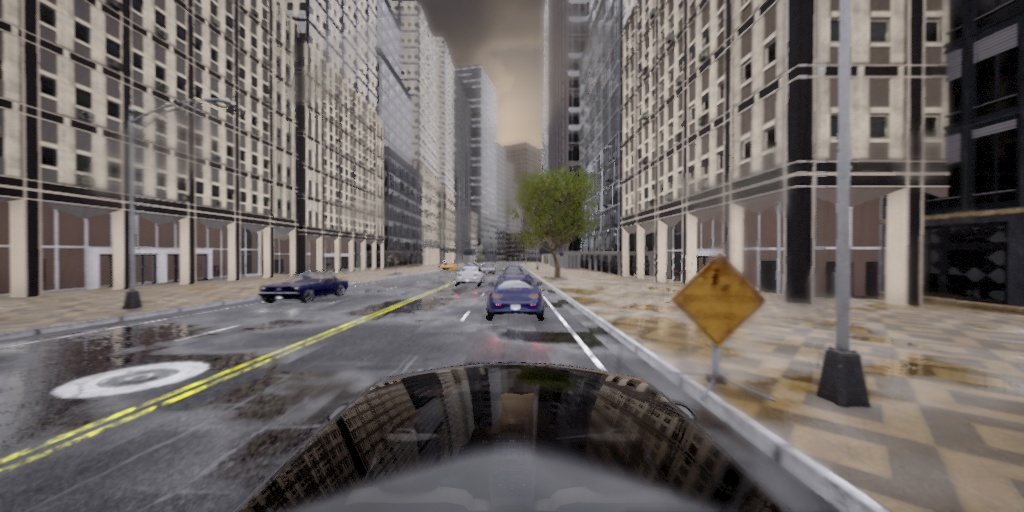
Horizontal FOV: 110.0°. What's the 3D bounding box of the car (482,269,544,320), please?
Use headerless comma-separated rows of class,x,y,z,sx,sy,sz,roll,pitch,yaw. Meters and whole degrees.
car,0.109,1.368,12.922,1.812,1.442,4.674,0,0,0

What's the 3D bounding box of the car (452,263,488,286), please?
car,-3.127,1.485,27.347,1.812,1.442,4.674,0,0,0

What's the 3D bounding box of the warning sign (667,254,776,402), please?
warning sign,2.852,0.894,5.025,1.300,1.860,1.060,0,0,0

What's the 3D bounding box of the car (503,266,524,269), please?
car,0.130,1.574,33.173,1.994,1.385,4.181,0,0,0

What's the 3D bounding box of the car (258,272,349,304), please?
car,-9.816,1.474,17.321,1.895,1.301,4.718,0,0,0

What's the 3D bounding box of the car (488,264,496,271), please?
car,-3.106,1.729,47.741,1.895,1.301,4.718,0,0,0

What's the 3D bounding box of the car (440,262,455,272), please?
car,-9.761,1.665,55.312,1.882,1.535,5.008,0,0,0
